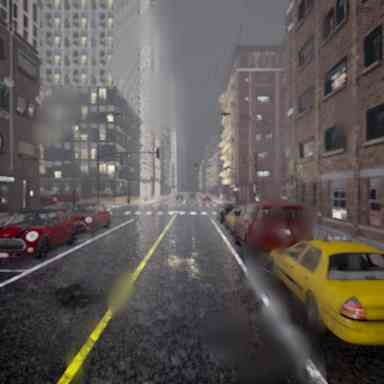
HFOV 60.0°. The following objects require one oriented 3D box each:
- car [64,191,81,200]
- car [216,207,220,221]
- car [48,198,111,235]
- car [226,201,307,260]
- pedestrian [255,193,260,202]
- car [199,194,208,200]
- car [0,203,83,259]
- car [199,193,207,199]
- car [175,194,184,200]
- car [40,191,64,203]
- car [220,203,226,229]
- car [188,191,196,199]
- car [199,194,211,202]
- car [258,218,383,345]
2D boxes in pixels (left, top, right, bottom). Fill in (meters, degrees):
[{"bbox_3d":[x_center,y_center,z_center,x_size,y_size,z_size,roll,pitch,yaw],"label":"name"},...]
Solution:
[{"bbox_3d":[-17.655,0.752,45.440,5.009,1.841,2.192,1,-1,0],"label":"car"},{"bbox_3d":[2.711,1.422,23.364,1.947,1.339,4.313,0,0,0],"label":"car"},{"bbox_3d":[-5.673,1.331,17.686,1.967,1.590,4.097,0,0,0],"label":"car"},{"bbox_3d":[2.702,1.240,11.998,2.192,1.841,5.009,0,0,0],"label":"car"},{"bbox_3d":[6.161,0.948,31.418,0.375,1.860,0.375,0,0,0],"label":"pedestrian"},{"bbox_3d":[2.756,1.093,78.304,2.008,1.369,4.403,0,0,0],"label":"car"},{"bbox_3d":[-5.678,1.365,12.004,1.967,1.590,4.097,0,0,0],"label":"car"},{"bbox_3d":[2.761,1.063,83.952,2.008,1.369,4.403,0,0,0],"label":"car"},{"bbox_3d":[-2.934,1.077,79.489,2.033,1.411,5.357,0,0,0],"label":"car"},{"bbox_3d":[-17.528,0.783,37.062,5.009,1.841,2.192,1,-1,0],"label":"car"},{"bbox_3d":[2.707,1.414,17.851,1.752,1.417,4.829,0,0,0],"label":"car"},{"bbox_3d":[0.074,1.007,87.987,1.812,1.442,4.674,0,0,0],"label":"car"},{"bbox_3d":[2.796,1.194,65.387,1.802,1.307,4.206,0,0,0],"label":"car"},{"bbox_3d":[2.697,1.484,6.487,1.752,1.417,4.829,0,0,0],"label":"car"}]
